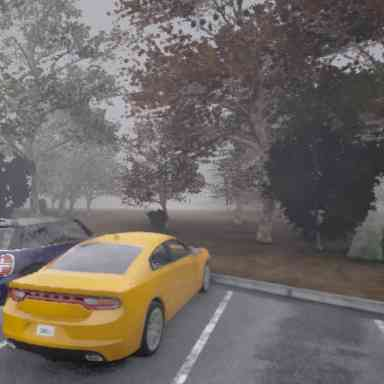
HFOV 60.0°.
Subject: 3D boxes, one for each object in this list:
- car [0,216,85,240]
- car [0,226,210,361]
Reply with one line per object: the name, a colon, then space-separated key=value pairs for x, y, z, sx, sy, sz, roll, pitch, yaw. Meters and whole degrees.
car: x=-3.405 y=1.371 z=7.974 sx=2.185 sy=1.767 sz=4.553 roll=0 pitch=-1 yaw=17
car: x=-1.009 y=1.493 z=6.242 sx=2.097 sy=1.535 sz=5.008 roll=0 pitch=-1 yaw=16
